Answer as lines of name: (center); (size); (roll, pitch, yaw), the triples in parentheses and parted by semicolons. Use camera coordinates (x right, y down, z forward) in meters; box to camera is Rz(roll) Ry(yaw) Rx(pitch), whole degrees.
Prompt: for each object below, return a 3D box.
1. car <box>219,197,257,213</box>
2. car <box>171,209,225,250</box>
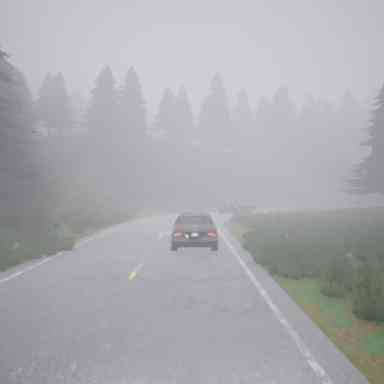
car: (4.718, 1.382, 33.190); (2.097, 1.767, 4.553); (0, 0, 40)
car: (0.096, 1.560, 14.269); (2.033, 1.411, 5.357); (0, 0, 0)
